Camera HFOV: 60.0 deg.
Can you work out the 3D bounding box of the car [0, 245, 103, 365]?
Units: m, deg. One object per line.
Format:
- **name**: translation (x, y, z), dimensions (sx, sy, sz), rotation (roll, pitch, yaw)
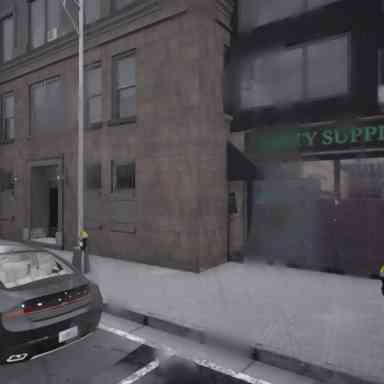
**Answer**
- **car**: translation (-3.330, 1.550, 5.452), dimensions (4.403, 1.369, 2.008), rotation (0, 0, 35)
